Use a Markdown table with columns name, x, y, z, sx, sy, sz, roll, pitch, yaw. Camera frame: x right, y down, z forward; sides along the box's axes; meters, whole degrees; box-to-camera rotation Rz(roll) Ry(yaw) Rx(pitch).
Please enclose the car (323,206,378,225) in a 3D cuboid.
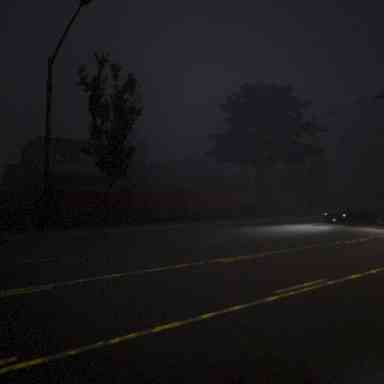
| name | x | y | z | sx | sy | sz | roll | pitch | yaw |
| --- | --- | --- | --- | --- | --- | --- | --- | --- | --- |
| car | 12.161 | 1.739 | 25.477 | 4.718 | 1.301 | 1.895 | 0 | 0 | -35 |
